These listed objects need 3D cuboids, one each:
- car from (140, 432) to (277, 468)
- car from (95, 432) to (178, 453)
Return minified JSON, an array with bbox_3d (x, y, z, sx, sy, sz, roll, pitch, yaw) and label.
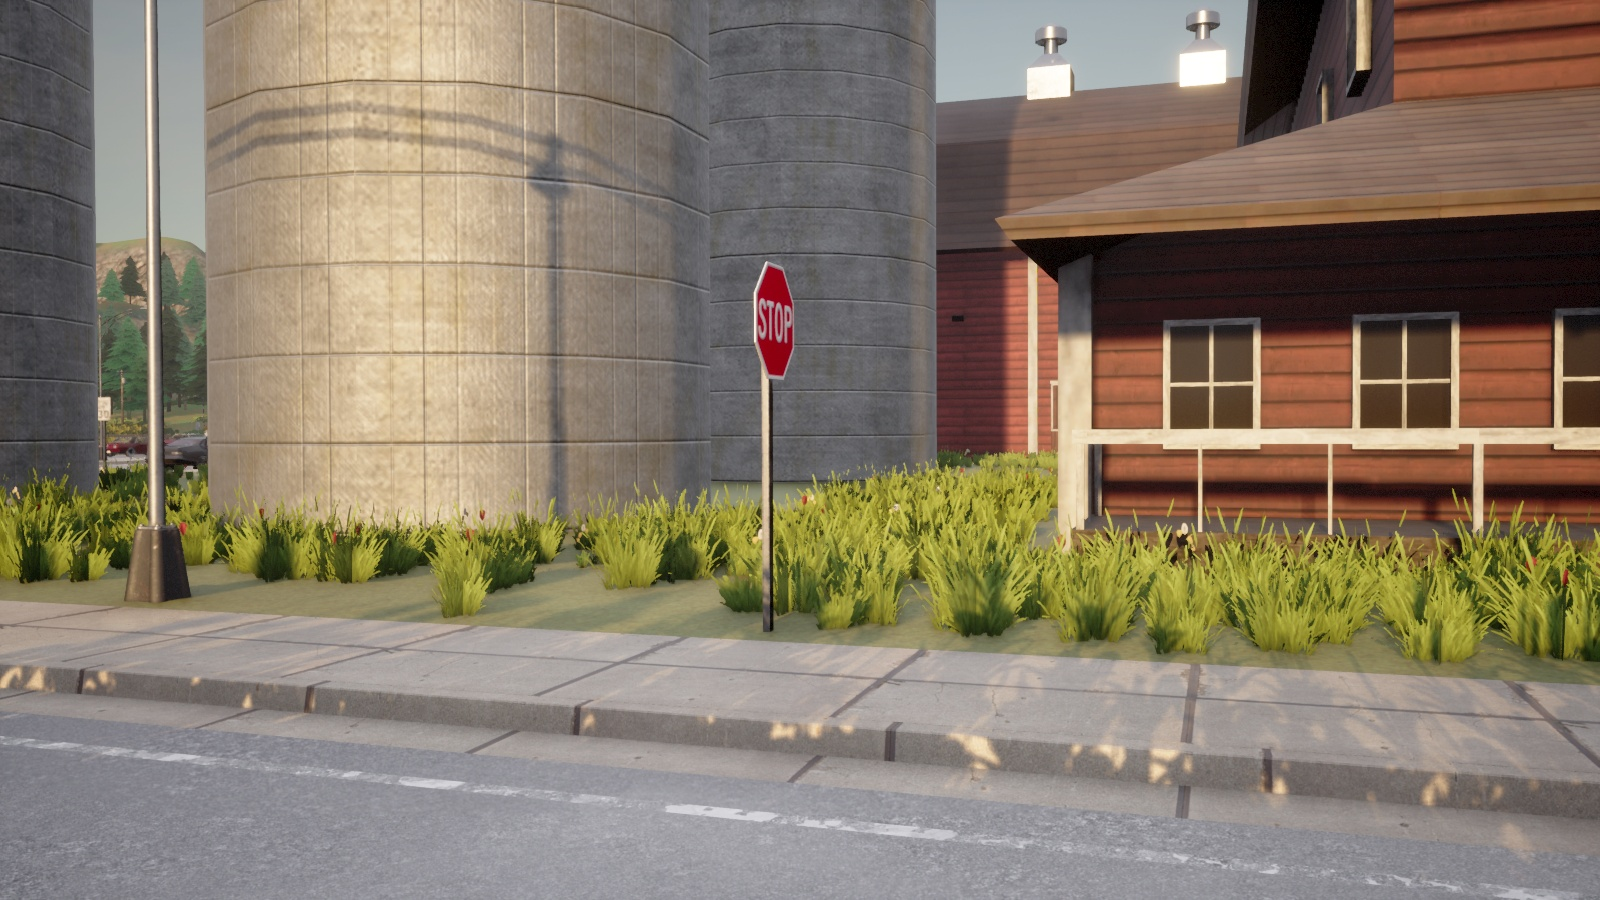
[{"bbox_3d":[-24.466,-0.054,52.211,2.033,1.411,5.357,1,1,18],"label":"car"},{"bbox_3d":[-42.547,-0.523,80.598,1.895,1.301,4.718,1,1,18],"label":"car"}]
